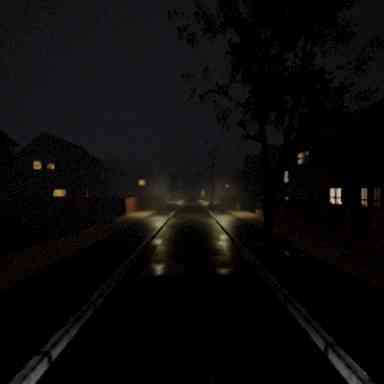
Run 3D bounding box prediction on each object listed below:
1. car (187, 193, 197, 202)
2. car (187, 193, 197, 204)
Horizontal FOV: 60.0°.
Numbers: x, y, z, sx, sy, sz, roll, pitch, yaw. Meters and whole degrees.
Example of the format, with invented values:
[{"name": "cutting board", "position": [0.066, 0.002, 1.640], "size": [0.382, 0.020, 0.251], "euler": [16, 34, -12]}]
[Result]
[{"name": "car", "position": [-0.011, 1.259, 78.114], "size": [2.150, 2.045, 5.566], "euler": [0, 0, 0]}, {"name": "car", "position": [-0.010, 1.583, 67.770], "size": [1.882, 1.535, 5.008], "euler": [0, 0, 0]}]
